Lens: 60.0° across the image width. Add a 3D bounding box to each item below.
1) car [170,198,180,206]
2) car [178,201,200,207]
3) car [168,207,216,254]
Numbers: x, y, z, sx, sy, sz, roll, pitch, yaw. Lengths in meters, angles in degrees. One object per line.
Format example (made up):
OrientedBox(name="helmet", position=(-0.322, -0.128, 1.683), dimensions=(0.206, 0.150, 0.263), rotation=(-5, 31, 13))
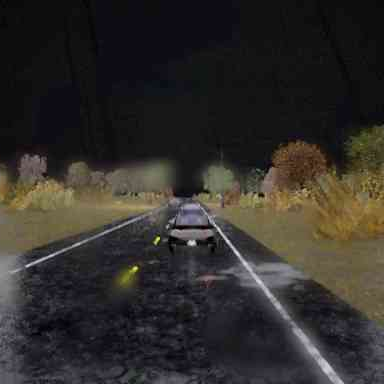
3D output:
OrientedBox(name="car", position=(-3.565, 2.100, 71.034), dimensions=(2.097, 1.767, 4.553), rotation=(0, -1, 0))
OrientedBox(name="car", position=(0.005, 1.778, 29.485), dimensions=(1.882, 1.535, 5.008), rotation=(0, 0, 0))
OrientedBox(name="car", position=(0.003, 1.637, 14.290), dimensions=(2.128, 1.511, 4.902), rotation=(0, 0, 0))
